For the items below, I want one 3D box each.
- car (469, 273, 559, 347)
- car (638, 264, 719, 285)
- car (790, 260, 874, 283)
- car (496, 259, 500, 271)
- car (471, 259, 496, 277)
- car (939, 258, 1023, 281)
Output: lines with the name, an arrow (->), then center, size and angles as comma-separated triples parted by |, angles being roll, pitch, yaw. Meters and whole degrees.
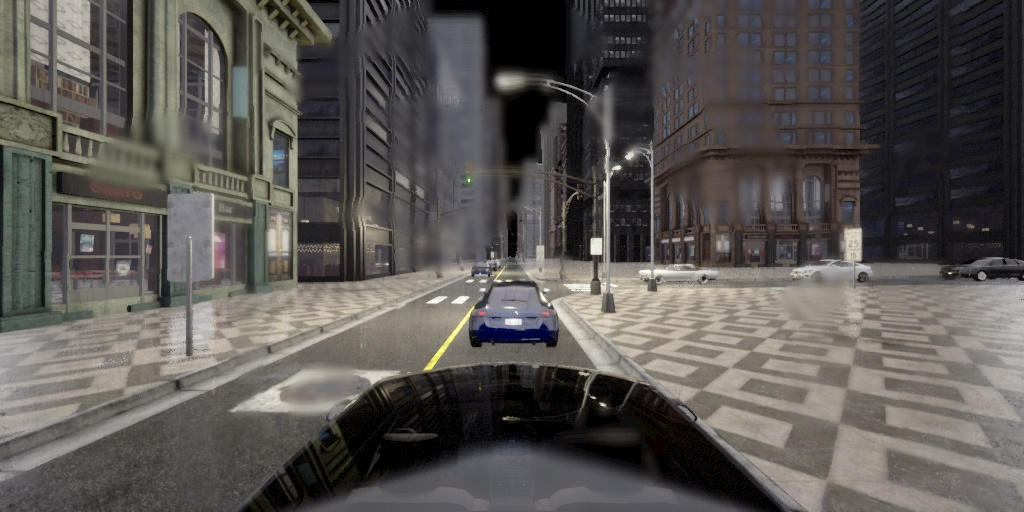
car -> 0.064, 1.314, 9.319 | 1.994, 1.385, 4.181 | 0, 0, 1
car -> 10.970, 1.205, 23.969 | 4.718, 1.301, 1.895 | -1, 0, 0
car -> 21.306, 1.009, 23.941 | 4.674, 1.442, 1.812 | -1, 0, 0
car -> -2.949, 1.232, 46.806 | 1.882, 1.535, 5.008 | 0, 0, 0
car -> -2.987, 1.299, 36.364 | 2.033, 1.411, 5.357 | 0, 0, 0
car -> 31.638, 0.874, 23.906 | 4.892, 1.490, 1.837 | -1, 0, 0
